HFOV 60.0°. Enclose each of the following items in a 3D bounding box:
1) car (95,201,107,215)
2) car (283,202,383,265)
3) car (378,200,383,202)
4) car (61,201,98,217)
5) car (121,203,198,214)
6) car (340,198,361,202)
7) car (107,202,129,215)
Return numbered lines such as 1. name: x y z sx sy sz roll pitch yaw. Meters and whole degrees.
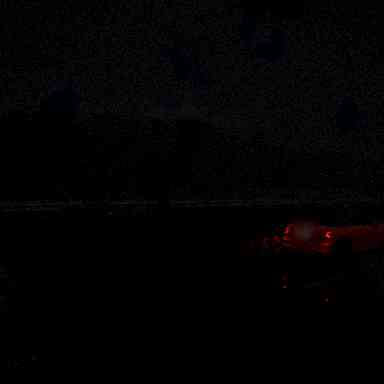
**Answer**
1. car: -5.035 1.601 26.187 4.181 1.385 1.994 0 0 -35
2. car: 5.399 1.389 12.017 4.553 1.767 2.097 0 0 -35
3. car: 29.132 1.838 50.473 4.718 1.301 1.895 0 0 -35
4. car: -8.443 1.537 28.056 4.892 1.490 1.837 1 0 -35
5. car: -1.274 1.582 20.275 5.357 1.411 2.033 0 0 -35
6. car: 24.345 1.728 51.377 4.892 1.490 1.837 0 0 -35
7. car: -3.091 1.541 23.275 4.892 1.490 1.837 0 0 -35
